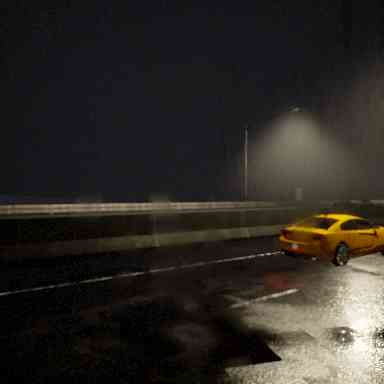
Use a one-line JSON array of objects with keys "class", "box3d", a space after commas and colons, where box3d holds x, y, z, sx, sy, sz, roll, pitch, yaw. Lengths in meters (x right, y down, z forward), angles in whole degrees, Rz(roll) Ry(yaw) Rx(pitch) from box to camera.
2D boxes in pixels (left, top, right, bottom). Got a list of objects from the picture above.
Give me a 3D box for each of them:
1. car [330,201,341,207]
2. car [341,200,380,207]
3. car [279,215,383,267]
[{"class": "car", "box3d": [19.703, 1.804, 43.184, 4.181, 1.385, 1.994, 0, 0, -34]}, {"class": "car", "box3d": [20.365, 1.720, 39.410, 4.902, 1.511, 2.128, 0, 0, -34]}, {"class": "car", "box3d": [5.237, 1.535, 11.750, 5.008, 1.535, 1.882, 0, 0, -35]}]
